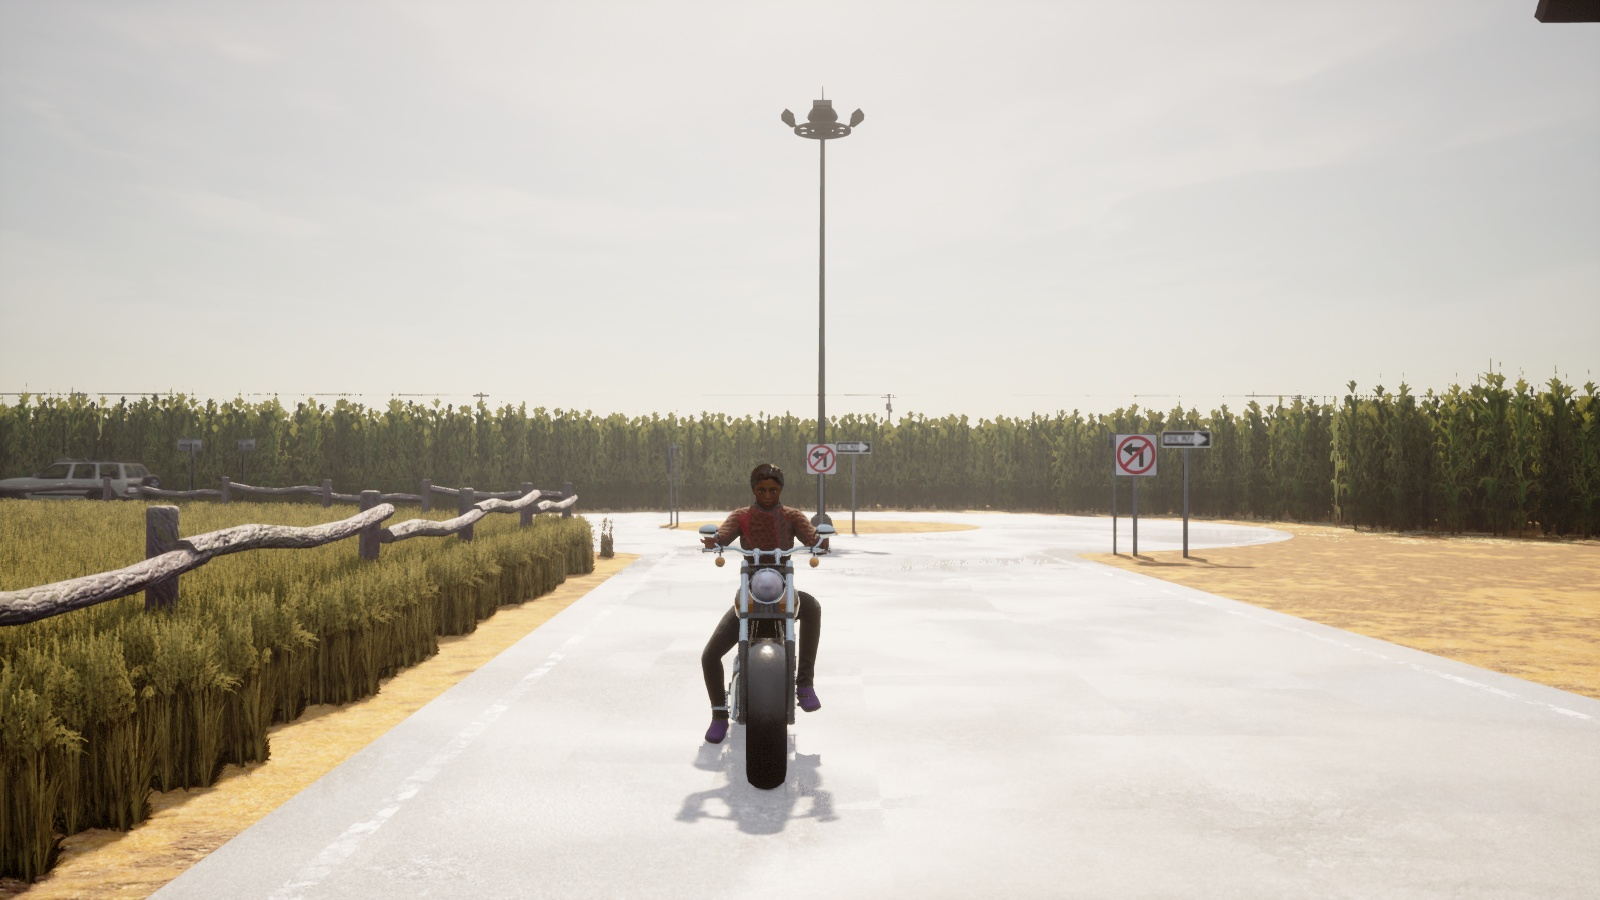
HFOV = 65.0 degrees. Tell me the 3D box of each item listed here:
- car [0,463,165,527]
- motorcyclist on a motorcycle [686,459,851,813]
[{"bbox_3d":[-21.879,1.340,37.727,4.605,1.855,1.932,0,-1,2],"label":"car"},{"bbox_3d":[-0.180,0.884,7.063,0.766,1.649,2.350,0,-1,-2],"label":"motorcyclist on a motorcycle"}]
